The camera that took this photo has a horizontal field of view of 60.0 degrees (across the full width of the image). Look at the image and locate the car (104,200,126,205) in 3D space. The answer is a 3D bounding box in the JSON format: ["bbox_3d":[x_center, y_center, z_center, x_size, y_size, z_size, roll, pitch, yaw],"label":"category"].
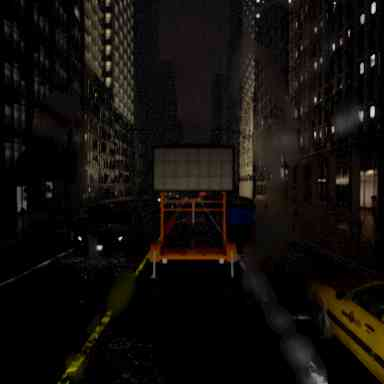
[{"bbox_3d":[-5.657,1.410,20.511,1.947,1.339,4.313,-1,0,0],"label":"car"}]

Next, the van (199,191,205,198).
[{"bbox_3d":[2.865,0.625,94.378,1.690,1.788,3.998,-1,0,0],"label":"van"}]

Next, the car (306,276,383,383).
[{"bbox_3d":[2.690,1.497,3.614,1.752,1.417,4.829,-1,0,0],"label":"car"}]

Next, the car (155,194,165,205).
[{"bbox_3d":[-5.603,1.181,48.928,2.008,1.369,4.403,-1,0,0],"label":"car"}]

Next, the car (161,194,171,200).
[{"bbox_3d":[-5.558,1.039,71.662,1.802,1.307,4.206,-1,0,0],"label":"car"}]

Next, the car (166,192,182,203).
[{"bbox_3d":[-2.886,1.072,58.446,2.128,1.511,4.902,0,0,0],"label":"car"}]

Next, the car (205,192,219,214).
[{"bbox_3d":[2.743,1.074,31.860,2.192,1.841,5.009,-1,0,0],"label":"car"}]

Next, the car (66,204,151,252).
[{"bbox_3d":[-3.076,1.443,13.694,2.033,1.411,5.357,0,0,0],"label":"car"}]

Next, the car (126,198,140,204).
[{"bbox_3d":[-5.646,1.346,26.194,1.887,1.381,4.507,-1,0,0],"label":"car"}]

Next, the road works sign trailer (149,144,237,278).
[{"bbox_3d":[0.039,0.389,9.864,2.380,3.560,2.880,0,0,0],"label":"road works sign trailer"}]

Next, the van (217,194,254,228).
[{"bbox_3d":[2.721,1.185,20.493,1.690,1.788,3.998,-1,0,0],"label":"van"}]

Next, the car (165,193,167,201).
[{"bbox_3d":[-5.580,1.094,60.295,2.008,1.369,4.403,-1,0,0],"label":"car"}]

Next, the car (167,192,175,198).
[{"bbox_3d":[-5.525,0.854,88.542,1.752,1.417,4.829,-1,0,0],"label":"car"}]

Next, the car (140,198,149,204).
[{"bbox_3d":[-5.636,1.309,31.878,2.008,1.369,4.403,-1,0,0],"label":"car"}]

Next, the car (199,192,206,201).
[{"bbox_3d":[2.800,1.094,60.278,2.008,1.369,4.403,-1,0,0],"label":"car"}]

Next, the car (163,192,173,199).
[{"bbox_3d":[-5.548,0.854,77.344,1.967,1.590,4.097,-1,0,0],"label":"car"}]

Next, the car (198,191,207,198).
[{"bbox_3d":[2.853,0.642,88.695,2.192,1.841,5.009,-1,0,0],"label":"car"}]

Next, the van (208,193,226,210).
[{"bbox_3d":[2.754,1.057,37.543,1.690,1.788,3.998,-1,0,0],"label":"van"}]

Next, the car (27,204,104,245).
[{"bbox_3d":[-5.669,1.438,14.827,2.008,1.369,4.403,-1,0,0],"label":"car"}]

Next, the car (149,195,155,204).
[{"bbox_3d":[-5.624,1.298,37.561,1.802,1.307,4.206,-1,0,0],"label":"car"}]
